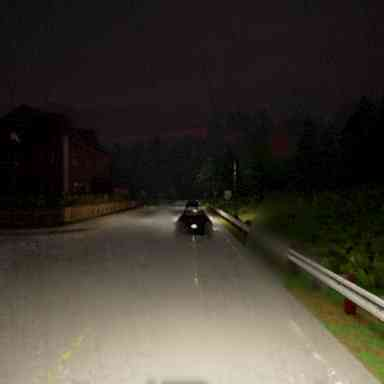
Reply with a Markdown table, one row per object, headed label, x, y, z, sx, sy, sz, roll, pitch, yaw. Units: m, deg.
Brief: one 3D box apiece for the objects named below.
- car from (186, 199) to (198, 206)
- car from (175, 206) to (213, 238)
| label | x | y | z | sx | sy | sz | roll | pitch | yaw |
| --- | --- | --- | --- | --- | --- | --- | --- | --- | --- |
| car | 0.009 | 1.911 | 52.568 | 1.837 | 1.490 | 4.892 | 0 | 0 | 0 |
| car | 0.104 | 1.709 | 18.688 | 1.994 | 1.385 | 4.181 | 0 | 0 | 0 |
